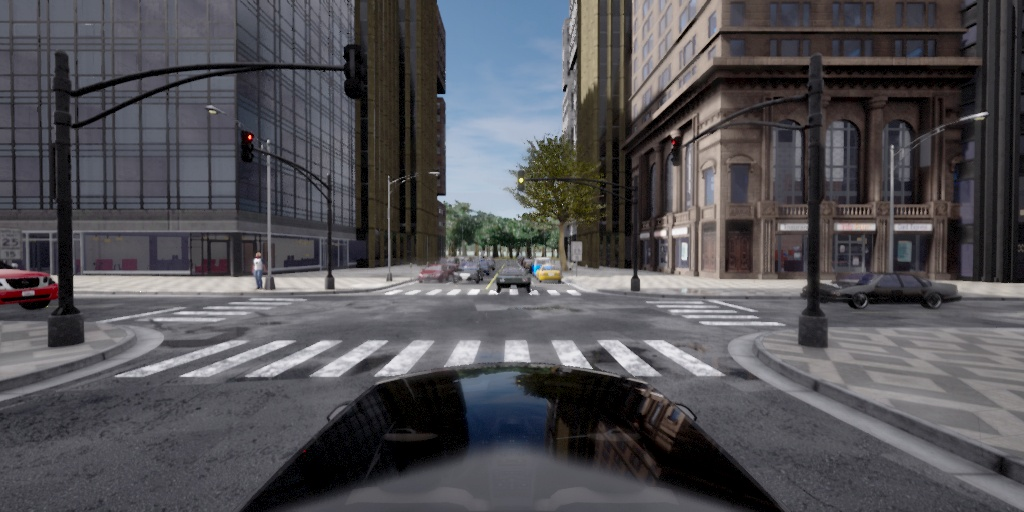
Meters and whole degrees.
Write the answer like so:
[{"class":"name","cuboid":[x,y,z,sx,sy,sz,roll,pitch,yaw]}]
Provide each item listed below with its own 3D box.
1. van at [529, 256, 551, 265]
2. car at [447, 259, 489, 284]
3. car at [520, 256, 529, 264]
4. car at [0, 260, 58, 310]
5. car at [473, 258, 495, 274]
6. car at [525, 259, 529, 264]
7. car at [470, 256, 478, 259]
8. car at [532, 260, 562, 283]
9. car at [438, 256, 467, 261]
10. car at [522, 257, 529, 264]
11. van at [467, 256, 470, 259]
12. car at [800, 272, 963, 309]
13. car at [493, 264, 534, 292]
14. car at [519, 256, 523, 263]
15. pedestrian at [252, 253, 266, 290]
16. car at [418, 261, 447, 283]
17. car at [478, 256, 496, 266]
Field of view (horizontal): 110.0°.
[{"class":"van","cuboid":[2.727,1.037,32.695,1.690,1.789,3.998,0,0,0]},{"class":"car","cuboid":[-3.134,1.202,26.507,2.128,1.511,4.902,0,0,1]},{"class":"car","cuboid":[2.701,1.172,55.413,1.888,1.381,4.507,0,0,0]},{"class":"car","cuboid":[-18.386,0.834,11.560,5.566,2.045,2.150,1,1,0]},{"class":"car","cuboid":[-3.133,1.234,36.329,2.033,1.411,5.357,0,0,0]},{"class":"car","cuboid":[2.720,1.247,38.374,1.948,1.339,4.313,0,0,0]},{"class":"car","cuboid":[-5.812,0.979,44.037,2.192,1.841,5.009,0,0,0]},{"class":"car","cuboid":[2.733,1.235,27.185,1.751,1.417,4.829,0,0,0]},{"class":"car","cuboid":[-5.799,1.011,32.676,2.192,1.841,5.009,0,0,0]},{"class":"car","cuboid":[2.707,1.172,49.903,1.751,1.417,4.829,0,0,0]},{"class":"van","cuboid":[-5.805,1.022,38.357,1.690,1.789,3.998,0,0,0]},{"class":"car","cuboid":[15.200,1.383,14.885,5.357,1.411,2.033,0,1,-2]},{"class":"car","cuboid":[0.085,1.319,21.143,1.895,1.301,4.718,0,0,0]},{"class":"car","cuboid":[2.694,1.157,61.092,2.007,1.370,4.403,0,0,0]},{"class":"pedestrian","cuboid":[-12.541,0.729,17.816,0.375,1.860,0.375,0,0,0]},{"class":"car","cuboid":[-5.792,1.292,26.996,1.802,1.307,4.207,0,0,0]},{"class":"car","cuboid":[-3.138,1.149,46.568,2.128,1.511,4.902,0,0,0]}]
